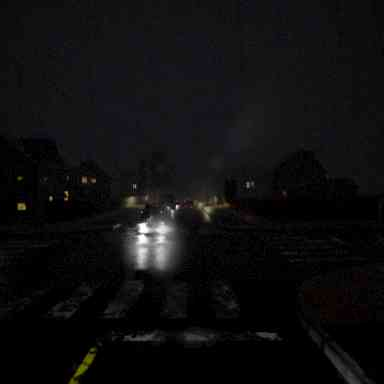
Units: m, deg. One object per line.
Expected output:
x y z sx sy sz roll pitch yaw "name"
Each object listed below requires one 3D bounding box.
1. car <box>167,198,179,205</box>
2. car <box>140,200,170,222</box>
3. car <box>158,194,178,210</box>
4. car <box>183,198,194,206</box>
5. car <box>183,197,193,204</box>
-3.456 1.725 60.745 1.895 1.301 4.718 0 0 -1 "car"
-3.020 1.595 26.794 1.895 1.301 4.718 0 0 -1 "car"
-3.289 1.262 44.893 2.150 2.045 5.566 0 0 -1 "car"
-0.643 1.699 56.873 1.895 1.301 4.718 0 0 -1 "car"
-0.821 1.766 66.900 1.895 1.301 4.718 0 0 -2 "car"
